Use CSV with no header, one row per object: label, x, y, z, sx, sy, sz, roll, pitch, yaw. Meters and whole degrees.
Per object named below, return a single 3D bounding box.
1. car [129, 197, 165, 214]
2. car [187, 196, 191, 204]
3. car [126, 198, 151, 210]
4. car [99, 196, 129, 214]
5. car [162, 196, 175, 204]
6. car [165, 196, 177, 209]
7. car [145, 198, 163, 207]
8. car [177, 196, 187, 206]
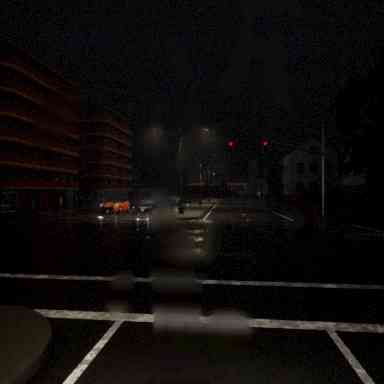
car,-4.569,1.491,34.916,2.128,1.511,4.902,0,0,6
car,-1.291,1.506,65.791,1.837,1.490,4.892,0,0,7
car,-7.093,1.545,44.407,2.033,1.411,5.357,0,0,6
car,-8.083,1.352,34.990,2.097,1.767,4.553,0,0,6
car,-4.683,1.564,66.915,1.994,1.385,4.181,0,0,6
car,-3.607,1.601,44.126,1.895,1.301,4.718,0,0,6
car,-6.092,1.601,53.937,1.895,1.301,4.718,0,0,6
car,-2.652,1.491,53.171,2.128,1.511,4.902,0,0,6
